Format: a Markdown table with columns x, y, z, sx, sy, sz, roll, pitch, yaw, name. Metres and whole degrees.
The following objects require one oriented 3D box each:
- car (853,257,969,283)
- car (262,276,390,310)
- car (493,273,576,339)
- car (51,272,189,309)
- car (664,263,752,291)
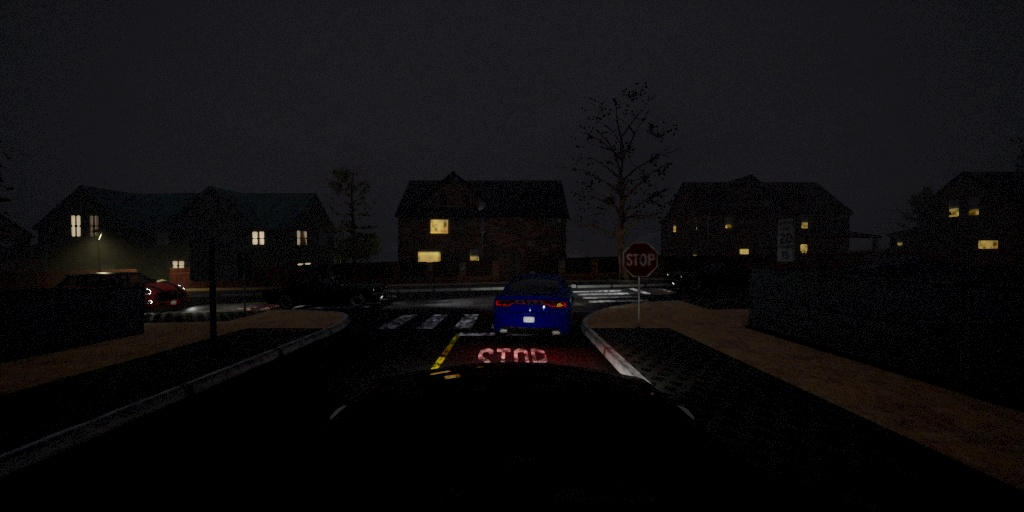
| x | y | z | sx | sy | sz | roll | pitch | yaw | name |
| --- | --- | --- | --- | --- | --- | --- | --- | --- | --- |
| 20.060 | 0.753 | 18.365 | 5.357 | 1.411 | 2.033 | -1 | 1 | 0 | car |
| -7.808 | 1.506 | 15.408 | 4.718 | 1.301 | 1.895 | -1 | 1 | 0 | car |
| 0.788 | 1.226 | 10.198 | 1.882 | 1.535 | 5.008 | 0 | 0 | 10 | car |
| -16.796 | 1.472 | 15.402 | 4.553 | 1.767 | 2.097 | -1 | 1 | 0 | car |
| 10.414 | 1.034 | 18.331 | 4.718 | 1.301 | 1.895 | -1 | 1 | -1 | car |
